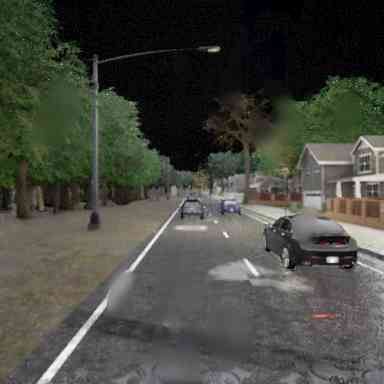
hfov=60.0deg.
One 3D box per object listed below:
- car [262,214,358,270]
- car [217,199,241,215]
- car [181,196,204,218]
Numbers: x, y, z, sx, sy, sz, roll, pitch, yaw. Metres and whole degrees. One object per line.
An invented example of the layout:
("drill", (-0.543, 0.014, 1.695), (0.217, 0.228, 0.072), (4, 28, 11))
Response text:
("car", (3.602, 1.486, 10.950), (1.837, 1.490, 4.892), (0, 0, 0))
("car", (3.601, 1.437, 32.364), (1.812, 1.442, 4.674), (0, 0, 0))
("car", (0.024, 1.415, 29.141), (2.033, 1.649, 4.856), (0, 0, 0))
